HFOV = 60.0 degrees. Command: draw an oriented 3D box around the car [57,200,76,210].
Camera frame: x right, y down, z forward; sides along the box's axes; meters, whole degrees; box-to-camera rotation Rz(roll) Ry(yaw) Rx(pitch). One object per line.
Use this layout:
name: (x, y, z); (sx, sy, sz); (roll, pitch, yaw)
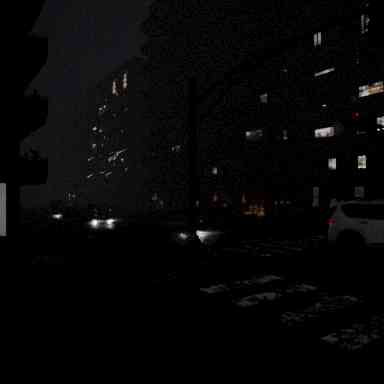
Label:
car: (-25.085, 2.523, 66.314); (2.192, 1.841, 5.009); (-1, 0, -36)

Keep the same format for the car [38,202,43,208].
car: (-35.055, 3.049, 80.068); (1.887, 1.381, 4.507); (-1, 0, -36)

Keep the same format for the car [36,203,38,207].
car: (-38.376, 3.167, 84.655); (1.947, 1.339, 4.313); (-1, 0, -36)

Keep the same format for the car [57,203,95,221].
car: (-11.848, 2.163, 33.857); (1.887, 1.381, 4.507); (-1, 0, -36)

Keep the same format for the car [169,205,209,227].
car: (-1.427, 1.903, 23.928); (2.033, 1.411, 5.357); (0, -1, -36)

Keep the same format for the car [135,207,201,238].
car: (-1.773, 1.832, 19.966); (1.752, 1.417, 4.829); (-1, 0, -36)

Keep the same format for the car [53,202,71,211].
car: (-23.196, 2.599, 59.386); (1.837, 1.490, 4.892); (0, -1, -36)

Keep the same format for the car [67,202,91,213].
car: (-17.665, 2.418, 51.760); (2.128, 1.511, 4.902); (0, -1, -36)

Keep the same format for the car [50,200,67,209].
car: (-28.411, 2.622, 70.900); (2.192, 1.841, 5.009); (-1, 0, -36)

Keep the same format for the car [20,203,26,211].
car: (-31.801, 2.769, 61.365); (1.887, 1.381, 4.507); (-1, 0, -36)

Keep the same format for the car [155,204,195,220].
car: (-1.802, 2.045, 34.223); (1.887, 1.381, 4.507); (-1, 0, -36)

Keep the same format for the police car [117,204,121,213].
police car: (-12.286, 2.256, 49.510); (1.930, 1.638, 5.238); (0, -1, -36)

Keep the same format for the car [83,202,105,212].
car: (-16.326, 2.432, 55.091); (1.882, 1.535, 5.008); (0, -1, -36)

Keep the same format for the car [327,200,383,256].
car: (7.537, 1.300, 11.563); (2.150, 2.045, 5.566); (0, -1, -36)

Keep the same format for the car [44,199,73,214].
car: (-19.852, 2.130, 49.493); (2.150, 2.045, 5.566); (0, -1, -36)

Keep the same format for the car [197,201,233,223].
car: (1.517, 1.713, 29.640); (2.192, 1.841, 5.009); (-1, 0, -36)

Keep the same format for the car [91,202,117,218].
car: (-10.418, 1.985, 36.333); (2.097, 1.767, 4.553); (0, -1, -36)
